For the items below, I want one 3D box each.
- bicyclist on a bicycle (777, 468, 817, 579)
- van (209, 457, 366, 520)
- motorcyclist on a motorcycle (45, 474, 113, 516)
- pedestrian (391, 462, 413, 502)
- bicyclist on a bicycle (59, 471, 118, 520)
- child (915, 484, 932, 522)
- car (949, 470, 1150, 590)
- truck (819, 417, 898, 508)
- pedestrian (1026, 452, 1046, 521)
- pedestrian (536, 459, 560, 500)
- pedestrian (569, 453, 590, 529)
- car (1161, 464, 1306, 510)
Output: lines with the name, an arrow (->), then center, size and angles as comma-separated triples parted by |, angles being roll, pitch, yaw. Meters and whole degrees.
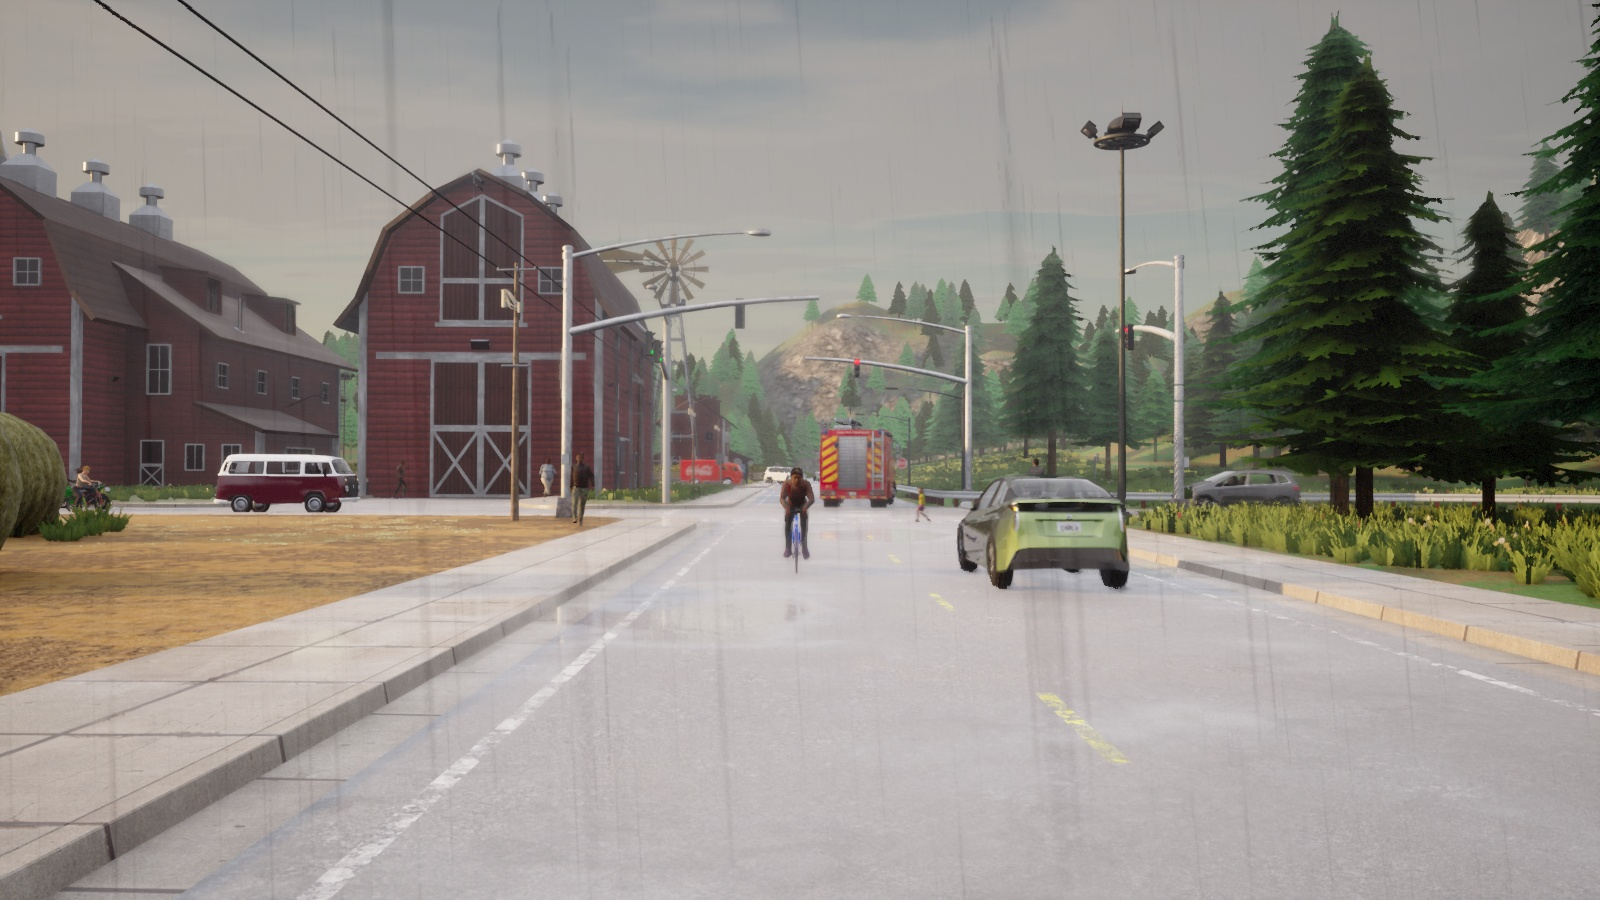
bicyclist on a bicycle -> -0.043, 1.091, 19.311 | 0.582, 1.620, 1.656 | 0, -1, 0
van -> -17.365, 1.293, 42.696 | 4.480, 2.038, 2.069 | 0, -1, -1
motorcyclist on a motorcycle -> -26.406, 1.647, 46.009 | 2.044, 1.523, 0.797 | 0, -1, -1
pedestrian -> -18.382, 1.476, 57.997 | 0.869, 1.805, 0.328 | 0, -1, -2
bicyclist on a bicycle -> -24.096, 1.534, 42.557 | 1.509, 1.612, 0.866 | 0, -1, -1
child -> 3.741, 1.603, 38.011 | 0.473, 1.160, 0.299 | 0, -1, 0
car -> 3.459, 1.055, 18.323 | 2.007, 1.525, 4.514 | 0, -1, 0
truck -> 2.795, 0.598, 57.272 | 2.891, 3.827, 8.468 | 0, -1, 7
pedestrian -> 6.726, 1.043, 35.805 | 0.423, 1.949, 0.788 | 0, -1, 1
pedestrian -> -11.454, 1.330, 57.065 | 0.874, 1.855, 0.900 | 0, -1, -27
pedestrian -> -5.389, 0.990, 30.675 | 0.431, 1.840, 0.703 | 0, -1, -4
car -> 16.131, 1.355, 46.879 | 4.611, 1.667, 2.242 | 0, -1, -1
